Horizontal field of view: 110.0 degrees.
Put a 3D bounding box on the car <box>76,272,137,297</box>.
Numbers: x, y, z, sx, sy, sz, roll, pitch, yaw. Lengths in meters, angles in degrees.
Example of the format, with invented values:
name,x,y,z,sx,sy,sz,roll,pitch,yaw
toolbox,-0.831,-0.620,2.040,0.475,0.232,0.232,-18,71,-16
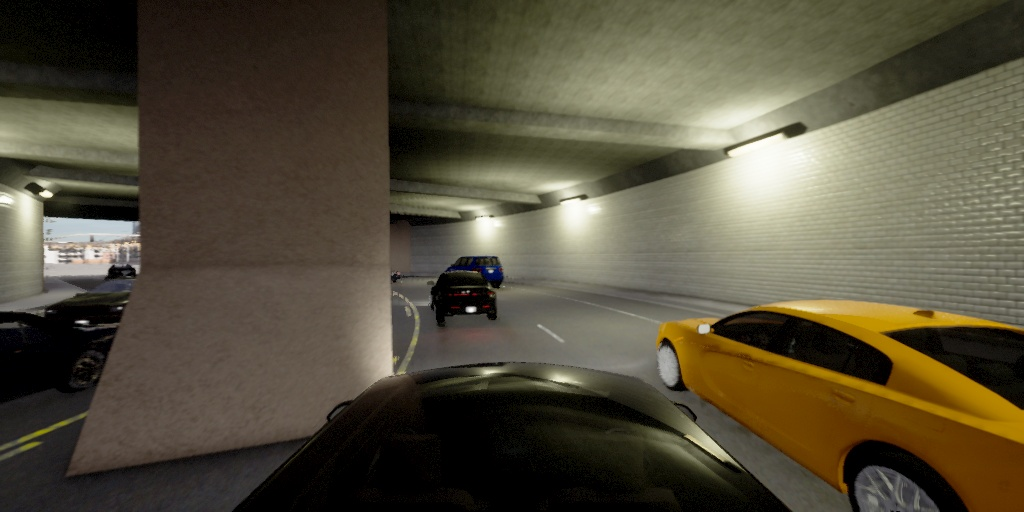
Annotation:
name,x,y,z,sx,sy,sz,roll,pitch,yaw
car,-12.748,1.425,12.265,2.033,1.411,5.357,-1,0,-22

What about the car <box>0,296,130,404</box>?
name,x,y,z,sx,sy,sz,roll,pitch,yaw
car,-7.275,1.424,4.063,1.895,1.301,4.718,-1,0,-6

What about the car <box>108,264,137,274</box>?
name,x,y,z,sx,sy,sz,roll,pitch,yaw
car,-43.907,1.679,40.392,4.902,1.511,2.128,0,0,36

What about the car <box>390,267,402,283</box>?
name,x,y,z,sx,sy,sz,roll,pitch,yaw
car,-10.639,1.402,28.338,2.033,1.411,5.357,-1,0,-43

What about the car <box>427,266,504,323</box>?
name,x,y,z,sx,sy,sz,roll,pitch,yaw
car,-1.807,1.272,12.471,1.837,1.490,4.892,0,0,-16

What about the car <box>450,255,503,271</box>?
name,x,y,z,sx,sy,sz,roll,pitch,yaw
car,-2.537,0.995,23.050,2.150,2.045,5.566,0,0,-30

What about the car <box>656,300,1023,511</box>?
name,x,y,z,sx,sy,sz,roll,pitch,yaw
car,3.273,1.194,3.696,1.882,1.535,5.008,0,0,-3
